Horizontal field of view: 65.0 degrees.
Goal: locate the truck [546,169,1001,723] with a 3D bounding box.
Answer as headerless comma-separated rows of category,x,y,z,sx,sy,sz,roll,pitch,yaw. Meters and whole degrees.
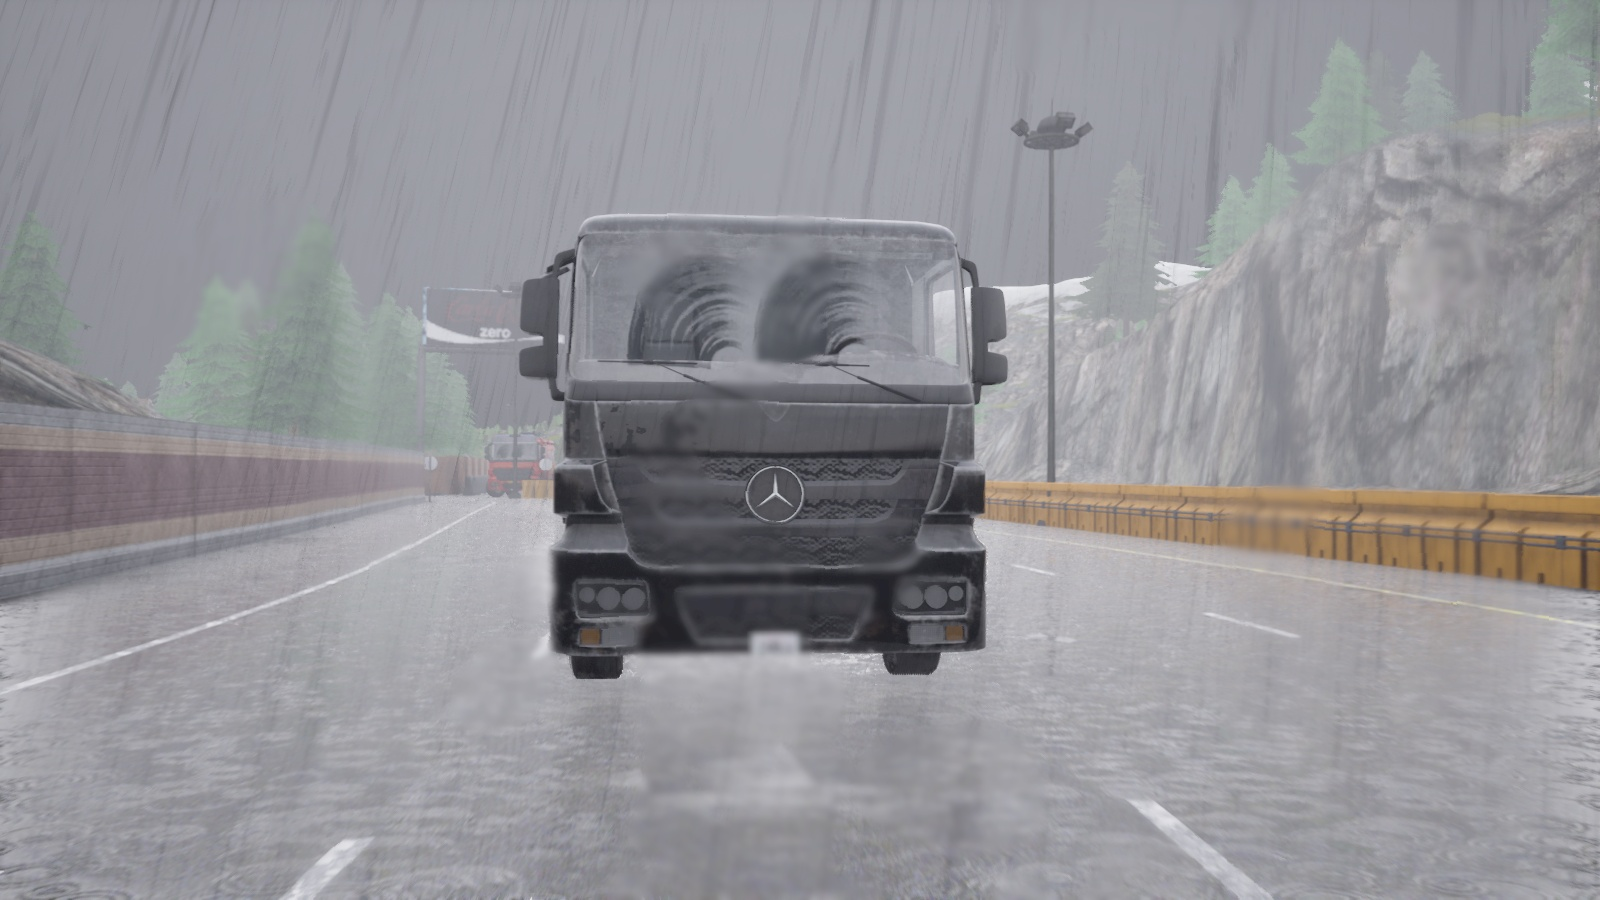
truck,-0.572,0.035,11.941,2.891,3.462,7.936,0,-1,-6

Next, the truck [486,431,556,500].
truck,-16.421,0.959,74.439,2.891,3.827,8.468,-1,-1,-5
